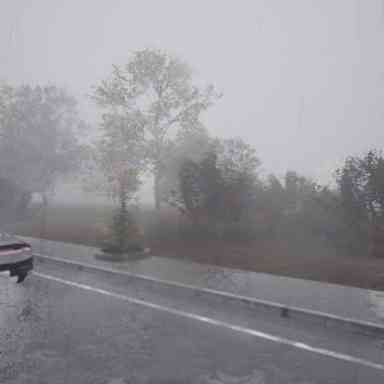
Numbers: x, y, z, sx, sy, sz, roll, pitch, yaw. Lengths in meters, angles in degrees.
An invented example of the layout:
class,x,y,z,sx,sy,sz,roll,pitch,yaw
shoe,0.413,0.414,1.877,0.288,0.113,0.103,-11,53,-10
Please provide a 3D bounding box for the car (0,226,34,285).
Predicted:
class,x,y,z,sx,sy,sz,roll,pitch,yaw
car,-5.865,1.486,8.251,4.902,1.511,2.128,0,0,36
